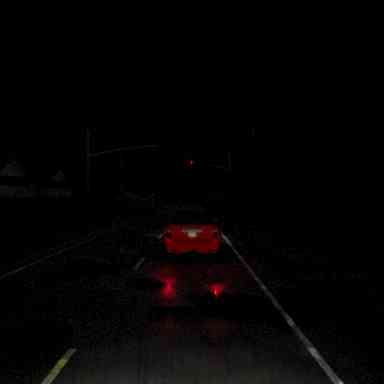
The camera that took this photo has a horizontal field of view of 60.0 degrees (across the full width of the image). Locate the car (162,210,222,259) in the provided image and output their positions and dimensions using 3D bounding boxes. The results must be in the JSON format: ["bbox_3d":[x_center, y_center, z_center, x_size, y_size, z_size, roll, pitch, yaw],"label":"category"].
[{"bbox_3d":[0.022,1.495,13.417,2.097,1.767,4.553,0,-1,0],"label":"car"}]
